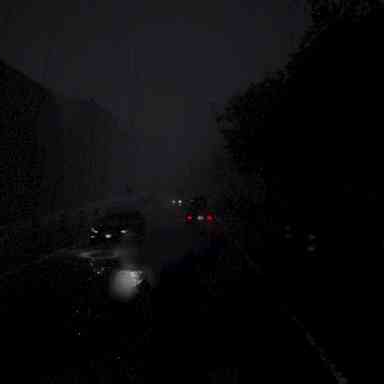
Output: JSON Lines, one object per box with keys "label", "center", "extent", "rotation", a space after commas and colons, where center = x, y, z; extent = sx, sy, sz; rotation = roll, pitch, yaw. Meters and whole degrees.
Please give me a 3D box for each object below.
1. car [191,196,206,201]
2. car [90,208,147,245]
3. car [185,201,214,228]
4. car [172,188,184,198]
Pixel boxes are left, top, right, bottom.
{"label": "car", "center": [0.864, 1.140, 41.975], "extent": [1.994, 1.385, 4.181], "rotation": [0, 3, 1]}
{"label": "car", "center": [-3.328, 1.551, 15.813], "extent": [1.837, 1.490, 4.892], "rotation": [0, -1, 1]}
{"label": "car", "center": [0.500, 1.609, 22.722], "extent": [2.033, 1.411, 5.357], "rotation": [0, 0, 1]}
{"label": "car", "center": [-2.485, 0.115, 57.900], "extent": [2.128, 1.511, 4.902], "rotation": [0, 4, 2]}
